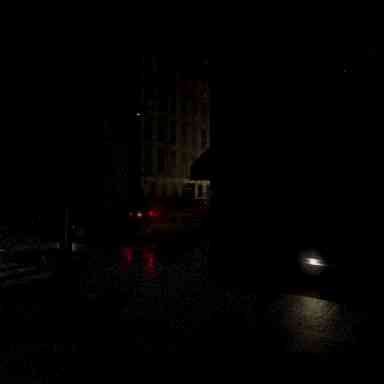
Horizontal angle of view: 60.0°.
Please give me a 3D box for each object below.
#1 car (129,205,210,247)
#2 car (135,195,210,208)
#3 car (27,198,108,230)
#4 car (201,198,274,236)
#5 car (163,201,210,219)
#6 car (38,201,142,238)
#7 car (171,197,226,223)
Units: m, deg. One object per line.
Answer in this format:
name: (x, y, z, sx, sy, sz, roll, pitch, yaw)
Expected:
car: (-0.371, 1.530, 15.180, 1.752, 1.417, 4.829, 0, 0, 36)
car: (-1.035, 1.212, 18.614, 2.150, 2.045, 5.566, 0, 0, 36)
car: (-6.994, 1.282, 19.714, 2.192, 1.841, 5.009, 0, 0, 36)
car: (2.833, 1.314, 19.662, 2.192, 1.841, 5.009, 0, 0, 36)
car: (-0.394, 1.522, 28.956, 1.947, 1.339, 4.313, 0, 0, 36)
car: (-5.222, 1.457, 17.823, 1.882, 1.535, 5.008, 0, 0, 34)
car: (0.613, 1.322, 25.992, 2.097, 1.767, 4.553, 0, 0, 35)
